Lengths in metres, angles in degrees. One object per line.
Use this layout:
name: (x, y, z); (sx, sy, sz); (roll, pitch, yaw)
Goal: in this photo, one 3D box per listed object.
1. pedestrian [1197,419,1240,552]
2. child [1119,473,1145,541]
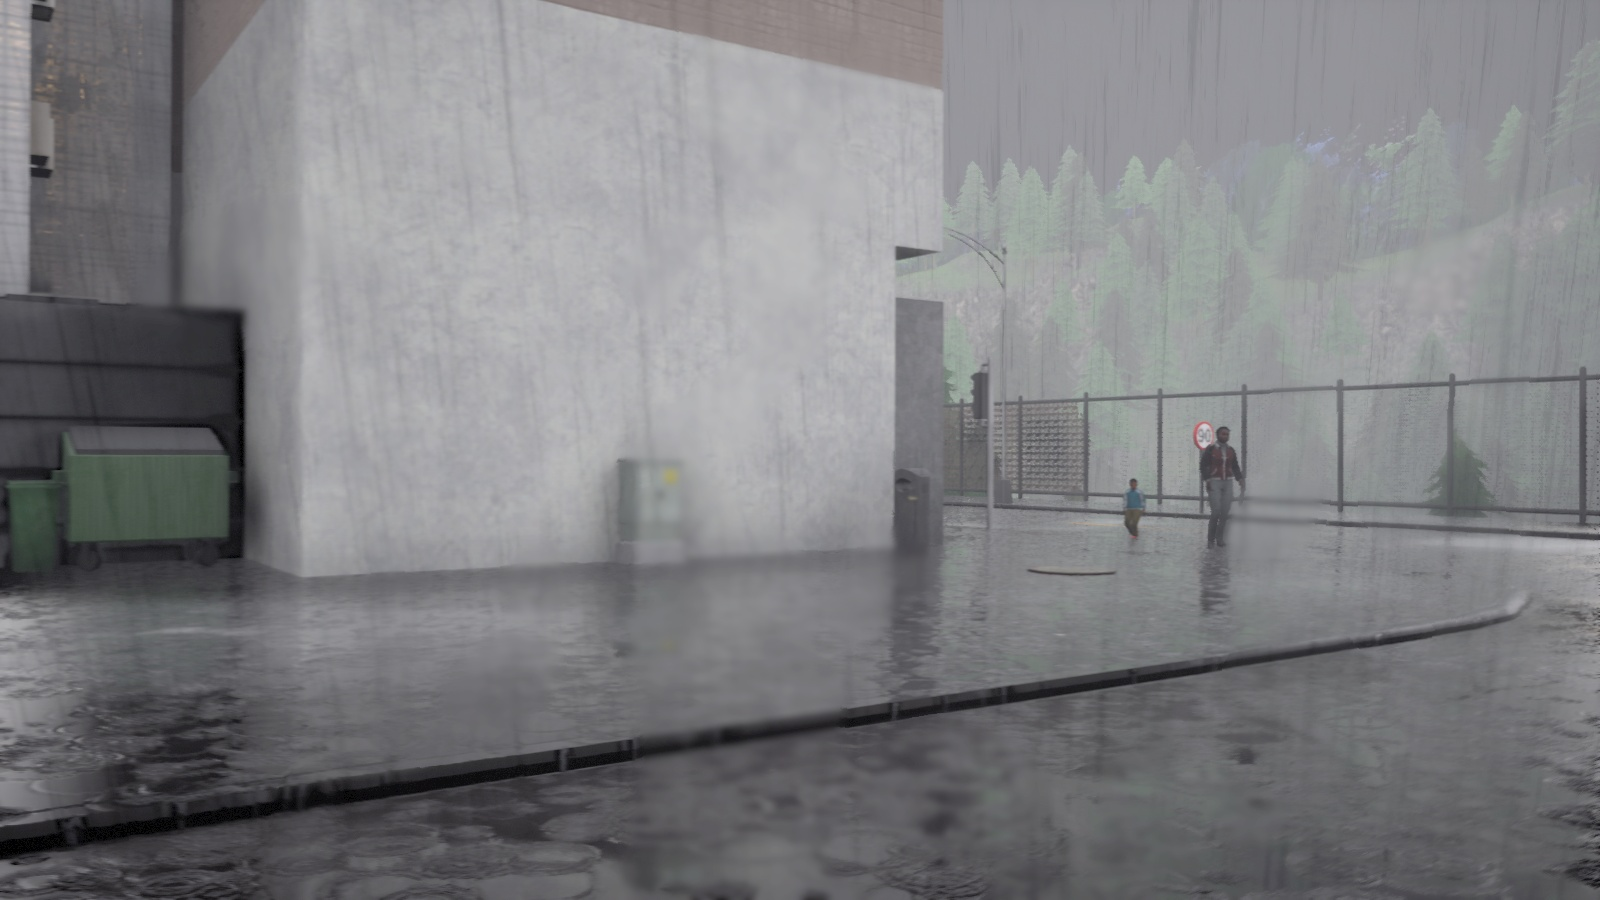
pedestrian: (6.188, 0.511, 18.579); (0.402, 1.930, 0.666); (0, 0, -2)
child: (5.863, 1.000, 22.187); (0.343, 1.192, 0.448); (0, 0, 29)
